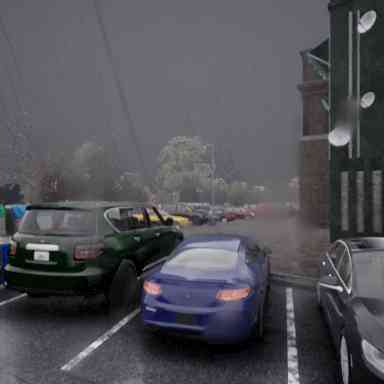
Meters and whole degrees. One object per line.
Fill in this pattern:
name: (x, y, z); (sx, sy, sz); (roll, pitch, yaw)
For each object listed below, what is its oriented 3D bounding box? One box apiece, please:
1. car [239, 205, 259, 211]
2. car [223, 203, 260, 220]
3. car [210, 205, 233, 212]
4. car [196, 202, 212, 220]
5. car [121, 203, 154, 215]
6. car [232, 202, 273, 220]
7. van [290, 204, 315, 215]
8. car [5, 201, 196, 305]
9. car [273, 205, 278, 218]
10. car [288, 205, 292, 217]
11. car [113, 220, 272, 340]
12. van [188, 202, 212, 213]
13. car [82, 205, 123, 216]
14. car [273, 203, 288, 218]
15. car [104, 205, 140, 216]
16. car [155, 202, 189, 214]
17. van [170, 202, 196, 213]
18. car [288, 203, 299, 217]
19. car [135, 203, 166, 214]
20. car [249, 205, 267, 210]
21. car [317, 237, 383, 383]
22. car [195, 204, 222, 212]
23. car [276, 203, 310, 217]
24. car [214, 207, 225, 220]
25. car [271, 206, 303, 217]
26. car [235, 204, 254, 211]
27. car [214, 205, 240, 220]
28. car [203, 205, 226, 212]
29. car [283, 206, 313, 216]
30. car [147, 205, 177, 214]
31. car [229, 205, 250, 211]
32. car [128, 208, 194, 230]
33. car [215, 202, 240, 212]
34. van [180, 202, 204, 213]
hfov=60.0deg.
car: (15.010, 4.067, 86.980); (5.008, 1.535, 2.097); (0, -2, 14)
car: (5.731, 2.640, 41.516); (4.553, 1.767, 2.185); (1, -1, 15)
car: (6.675, 3.645, 74.713); (4.792, 1.488, 2.163); (0, -2, 15)
car: (-1.114, 2.140, 31.617); (5.566, 2.045, 2.435); (1, -1, 15)
car: (-8.620, 2.678, 52.715); (4.553, 1.767, 2.185); (0, -2, 15)
car: (7.452, 2.605, 43.972); (5.566, 2.045, 2.435); (1, -1, 15)
van: (21.061, 3.353, 63.750); (4.442, 1.987, 1.878); (1, -1, 15)
car: (-1.870, 1.233, 8.307); (2.435, 2.045, 5.566); (0, -1, 16)
car: (9.159, 2.976, 46.439); (4.792, 1.488, 2.163); (1, -1, 15)
car: (12.582, 3.157, 51.378); (4.792, 1.488, 2.163); (1, -1, 15)
car: (0.537, 1.525, 6.557); (2.002, 1.452, 4.674); (0, -1, 15)
van: (1.685, 3.119, 67.360); (4.442, 1.987, 1.878); (0, -2, 15)
car: (-12.638, 2.595, 47.171); (5.366, 1.575, 1.946); (0, -2, 15)
car: (10.879, 2.786, 48.911); (5.566, 2.045, 2.435); (1, -1, 15)
car: (-10.496, 2.731, 49.911); (4.792, 1.488, 2.163); (0, -2, 15)
car: (-3.536, 2.823, 60.049); (5.566, 2.045, 2.435); (0, -2, 15)
van: (-1.700, 2.939, 62.462); (4.442, 1.987, 1.878); (0, -2, 15)
car: (14.359, 2.969, 53.846); (5.566, 2.045, 2.435); (1, -1, 15)
car: (-6.867, 2.768, 55.136); (4.553, 1.767, 2.185); (0, -2, 15)
car: (18.228, 4.277, 91.933); (4.792, 1.488, 2.163); (0, -2, 13)
car: (2.948, 1.488, 4.844); (2.231, 1.521, 4.892); (1, -1, 16)
car: (3.443, 3.432, 69.779); (5.366, 1.575, 1.946); (0, -2, 15)
car: (17.780, 3.150, 58.782); (5.566, 2.045, 2.435); (1, -1, 15)
car: (0.577, 2.530, 34.083); (4.674, 1.452, 2.002); (1, -1, 15)
car: (16.036, 3.310, 56.309); (5.008, 1.535, 2.097); (1, -1, 15)
car: (13.382, 3.851, 84.518); (4.553, 1.767, 2.185); (0, -2, 14)
car: (2.313, 2.584, 36.561); (5.008, 1.535, 2.097); (1, -1, 15)
car: (4.924, 3.555, 72.274); (4.792, 1.488, 2.163); (0, -2, 15)
car: (19.458, 3.491, 61.248); (5.008, 1.535, 2.097); (1, -1, 15)
car: (-5.204, 3.024, 57.592); (4.674, 1.452, 2.002); (0, -2, 15)
car: (11.694, 3.888, 82.062); (4.892, 1.521, 2.231); (0, -2, 14)
car: (-2.700, 2.286, 29.090); (5.366, 1.575, 1.946); (2, -2, 15)
car: (8.309, 3.455, 77.177); (5.566, 2.045, 2.435); (0, -2, 15)
van: (-0.008, 3.029, 64.910); (4.442, 1.987, 1.878); (0, -2, 15)
